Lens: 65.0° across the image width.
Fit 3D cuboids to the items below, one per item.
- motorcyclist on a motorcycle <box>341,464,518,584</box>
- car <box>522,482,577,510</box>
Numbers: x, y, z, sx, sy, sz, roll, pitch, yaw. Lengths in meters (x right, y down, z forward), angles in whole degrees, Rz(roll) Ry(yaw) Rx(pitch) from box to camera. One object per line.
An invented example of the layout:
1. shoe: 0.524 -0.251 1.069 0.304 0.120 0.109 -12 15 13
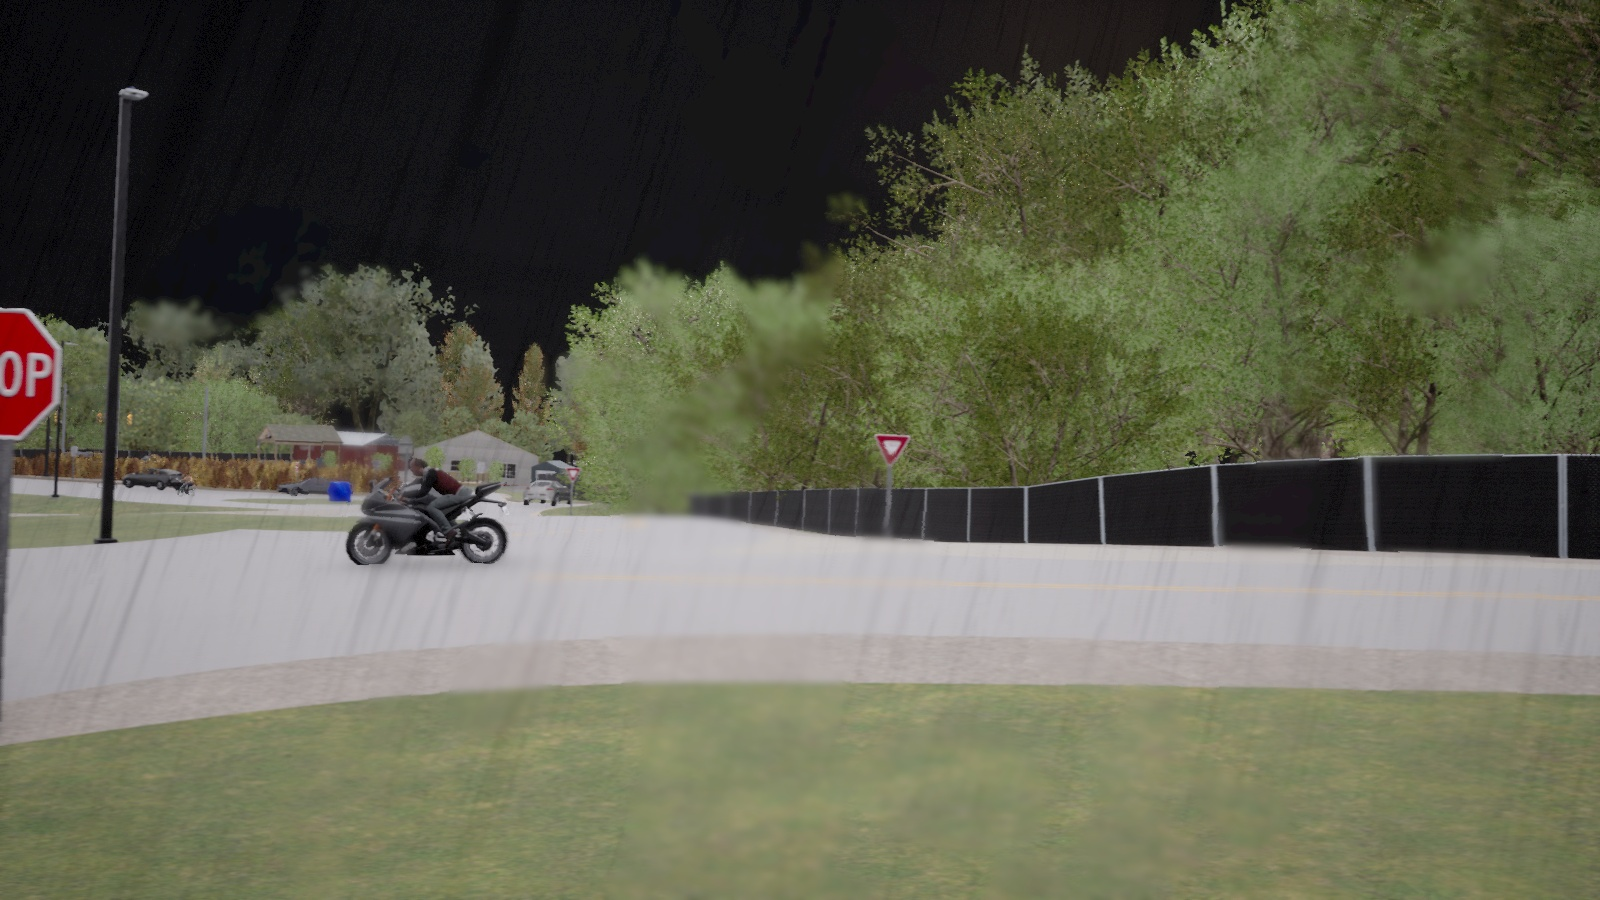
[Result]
1. motorcyclist on a motorcycle: -5.147 1.008 17.562 2.191 1.530 0.866 -2 1 -5
2. car: -16.364 2.981 82.201 2.152 1.651 5.027 1 -1 5
